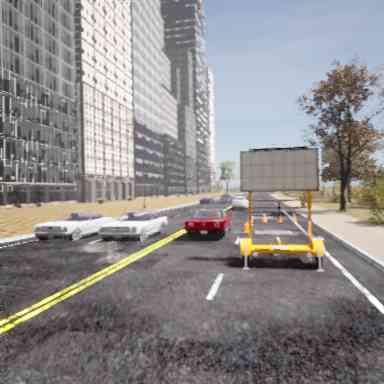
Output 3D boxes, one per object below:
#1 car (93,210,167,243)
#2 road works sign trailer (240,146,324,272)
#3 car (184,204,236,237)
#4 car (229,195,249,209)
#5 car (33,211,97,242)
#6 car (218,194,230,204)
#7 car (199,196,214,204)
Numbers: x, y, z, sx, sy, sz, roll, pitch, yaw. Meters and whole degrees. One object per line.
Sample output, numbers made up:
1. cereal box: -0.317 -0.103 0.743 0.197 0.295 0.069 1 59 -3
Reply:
1. car: -2.728 1.608 16.411 1.895 1.301 4.718 -1 0 12
2. road works sign trailer: 2.772 0.383 10.625 2.380 3.560 2.880 -1 0 12
3. car: 1.016 1.535 17.445 1.895 1.301 4.718 -1 0 12
4. car: 5.908 1.312 40.629 1.812 1.442 4.674 -1 0 12
5. car: -5.908 1.666 17.083 1.895 1.301 4.718 -1 0 12
6. car: 5.685 1.106 56.096 2.097 1.767 4.553 -1 0 12
7. car: 2.489 1.413 56.647 1.895 1.301 4.718 -1 0 12
